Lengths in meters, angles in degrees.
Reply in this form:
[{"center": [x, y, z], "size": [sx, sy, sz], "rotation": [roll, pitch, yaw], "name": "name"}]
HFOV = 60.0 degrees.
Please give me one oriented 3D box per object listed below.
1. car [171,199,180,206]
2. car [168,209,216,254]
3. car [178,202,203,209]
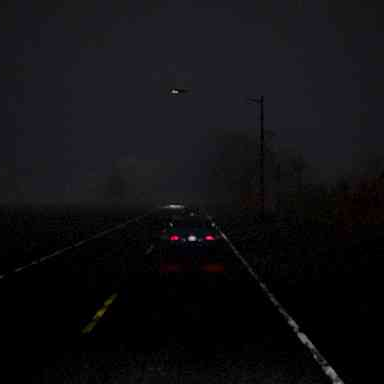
[{"center": [-3.456, 2.170, 71.804], "size": [2.128, 1.511, 4.902], "rotation": [0, 0, 0], "name": "car"}, {"center": [0.010, 1.680, 13.996], "size": [2.033, 1.411, 5.357], "rotation": [0, 0, 0], "name": "car"}, {"center": [0.022, 1.836, 29.330], "size": [1.994, 1.385, 4.181], "rotation": [0, 0, 0], "name": "car"}]
